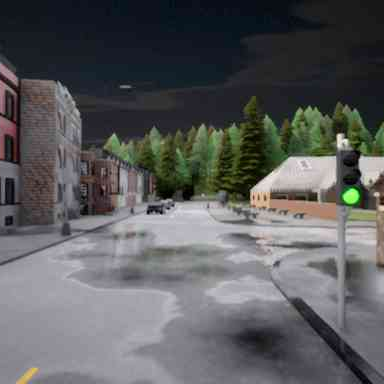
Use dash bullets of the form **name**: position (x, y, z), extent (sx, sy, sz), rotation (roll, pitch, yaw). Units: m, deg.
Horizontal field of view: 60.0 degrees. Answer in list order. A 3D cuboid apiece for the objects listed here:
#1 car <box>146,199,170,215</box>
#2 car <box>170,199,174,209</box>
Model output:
- **car**: position (-4.092, 1.827, 38.601), extent (2.033, 1.411, 5.357), rotation (0, 0, 0)
- **car**: position (-4.093, 1.874, 48.214), extent (1.812, 1.442, 4.674), rotation (0, 0, 0)
